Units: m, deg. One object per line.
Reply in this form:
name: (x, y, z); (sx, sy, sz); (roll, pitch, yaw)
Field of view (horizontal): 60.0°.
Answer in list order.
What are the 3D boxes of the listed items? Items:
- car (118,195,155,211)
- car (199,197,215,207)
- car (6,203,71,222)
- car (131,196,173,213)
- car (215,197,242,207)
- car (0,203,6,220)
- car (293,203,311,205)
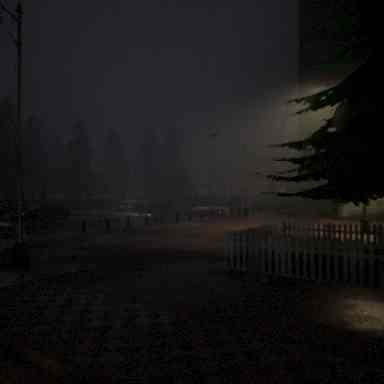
car: (-6.647, 1.355, 41.579); (2.150, 2.045, 5.566); (0, 0, 36)
car: (3.404, 1.592, 55.461); (2.033, 1.411, 5.357); (0, 0, 36)
car: (-12.354, 1.644, 27.553); (1.812, 1.442, 4.674); (0, 0, 35)
car: (-4.298, 1.596, 38.842); (1.882, 1.535, 5.008); (0, 0, 36)
car: (6.235, 1.618, 53.404); (2.128, 1.511, 4.902); (0, 0, 36)
car: (-16.980, 1.638, 27.139); (1.837, 1.490, 4.892); (0, 0, 36)
car: (20.082, 1.434, 60.711); (2.097, 1.767, 4.553); (0, 0, 36)
